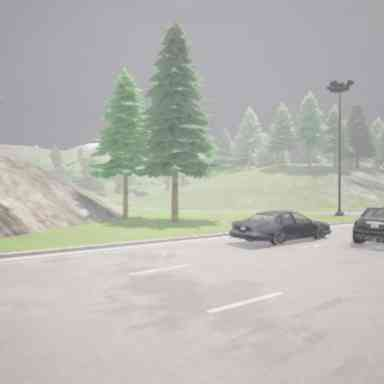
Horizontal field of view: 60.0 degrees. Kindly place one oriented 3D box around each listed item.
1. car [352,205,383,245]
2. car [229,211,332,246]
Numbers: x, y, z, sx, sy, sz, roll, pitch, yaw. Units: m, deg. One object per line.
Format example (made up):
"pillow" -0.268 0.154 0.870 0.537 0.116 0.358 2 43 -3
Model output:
"car" 9.016 1.382 14.490 4.553 1.767 2.097 0 0 -36
"car" 4.170 1.571 15.328 5.357 1.411 2.033 0 0 -36
